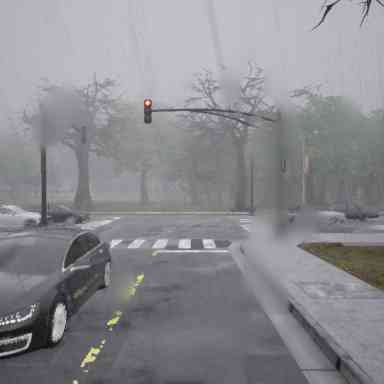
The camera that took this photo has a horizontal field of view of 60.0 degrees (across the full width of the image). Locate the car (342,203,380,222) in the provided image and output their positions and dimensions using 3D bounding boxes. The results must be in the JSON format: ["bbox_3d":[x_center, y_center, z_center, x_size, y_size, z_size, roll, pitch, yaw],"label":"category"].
[{"bbox_3d":[11.824,1.564,26.330,5.357,1.411,2.033,0,0,0],"label":"car"}]

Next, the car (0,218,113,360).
[{"bbox_3d":[-2.841,1.505,6.324,1.837,1.490,4.892,0,0,0],"label":"car"}]

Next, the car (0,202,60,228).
[{"bbox_3d":[-10.636,1.521,19.636,4.674,1.442,1.812,0,0,0],"label":"car"}]

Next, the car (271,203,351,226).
[{"bbox_3d":[7.958,1.616,22.880,4.718,1.301,1.895,0,0,0],"label":"car"}]

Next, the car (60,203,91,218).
[{"bbox_3d":[-9.451,1.497,22.885,4.892,1.490,1.837,0,0,0],"label":"car"}]
